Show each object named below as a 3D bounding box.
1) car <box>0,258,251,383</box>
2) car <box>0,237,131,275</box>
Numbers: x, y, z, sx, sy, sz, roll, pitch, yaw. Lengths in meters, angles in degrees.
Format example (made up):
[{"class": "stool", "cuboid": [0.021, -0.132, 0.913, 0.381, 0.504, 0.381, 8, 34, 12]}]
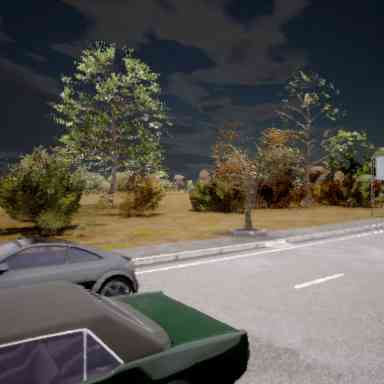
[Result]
[{"class": "car", "cuboid": [-1.808, 1.604, 2.733, 4.718, 1.301, 1.895, 0, 0, -36]}, {"class": "car", "cuboid": [-3.102, 1.571, 6.119, 4.181, 1.385, 1.994, 0, 0, -36]}]
